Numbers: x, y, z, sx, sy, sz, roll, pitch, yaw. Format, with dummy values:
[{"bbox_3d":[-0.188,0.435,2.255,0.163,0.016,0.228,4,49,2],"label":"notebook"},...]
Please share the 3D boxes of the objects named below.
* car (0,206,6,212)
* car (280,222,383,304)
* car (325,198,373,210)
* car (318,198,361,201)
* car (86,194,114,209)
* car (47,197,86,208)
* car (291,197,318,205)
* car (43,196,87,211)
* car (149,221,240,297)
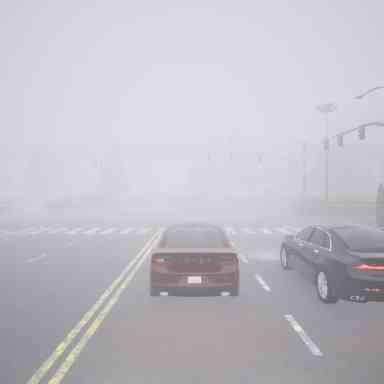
[{"bbox_3d":[-21.533,1.547,33.080,5.357,1.411,2.033,0,0,0],"label":"car"},{"bbox_3d":[3.554,1.505,8.128,1.837,1.490,4.892,0,0,0],"label":"car"},{"bbox_3d":[20.482,1.547,43.629,5.357,1.411,2.033,0,0,0],"label":"car"},{"bbox_3d":[17.967,1.564,40.139,4.181,1.385,1.994,0,0,0],"label":"car"},{"bbox_3d":[-13.066,1.223,43.749,5.566,2.045,2.150,0,0,0],"label":"car"},{"bbox_3d":[-17.796,1.506,47.267,4.892,1.490,1.837,0,0,0],"label":"car"},{"bbox_3d":[16.562,1.505,47.142,4.892,1.490,1.837,0,0,0],"label":"car"},{"bbox_3d":[-15.611,1.525,40.259,4.674,1.442,1.812,0,0,0],"label":"car"},{"bbox_3d":[0.055,1.478,8.640,1.882,1.535,5.008,0,0,0],"label":"car"}]
